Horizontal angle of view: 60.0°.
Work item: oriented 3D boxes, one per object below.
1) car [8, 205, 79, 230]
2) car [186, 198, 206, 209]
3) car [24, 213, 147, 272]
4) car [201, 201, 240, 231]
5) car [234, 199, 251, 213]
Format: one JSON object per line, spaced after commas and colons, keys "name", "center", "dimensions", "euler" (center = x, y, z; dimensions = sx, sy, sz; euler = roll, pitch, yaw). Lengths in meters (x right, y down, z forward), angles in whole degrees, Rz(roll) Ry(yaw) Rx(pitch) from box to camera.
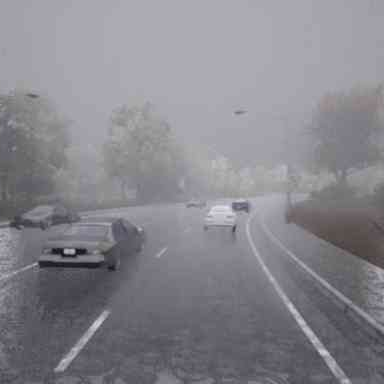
{"name": "car", "center": [-8.957, 1.519, 20.860], "dimensions": [2.033, 1.411, 5.357], "euler": [0, 0, 8]}
{"name": "car", "center": [0.622, 1.573, 46.250], "dimensions": [1.994, 1.385, 4.181], "euler": [0, 0, 18]}
{"name": "car", "center": [-2.868, 1.541, 10.841], "dimensions": [2.033, 1.411, 5.357], "euler": [0, 0, 5]}
{"name": "car", "center": [1.873, 1.539, 20.769], "dimensions": [1.812, 1.442, 4.674], "euler": [0, 0, 9]}
{"name": "car", "center": [5.749, 1.512, 38.393], "dimensions": [1.882, 1.535, 5.008], "euler": [0, 0, 15]}
